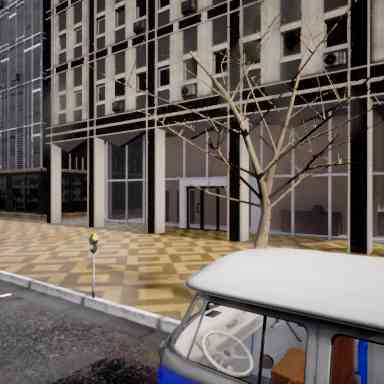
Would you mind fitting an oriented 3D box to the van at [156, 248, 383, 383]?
[{"bbox_3d":[1.574,1.341,1.747,3.998,1.788,1.690,0,0,36],"label":"van"}]
